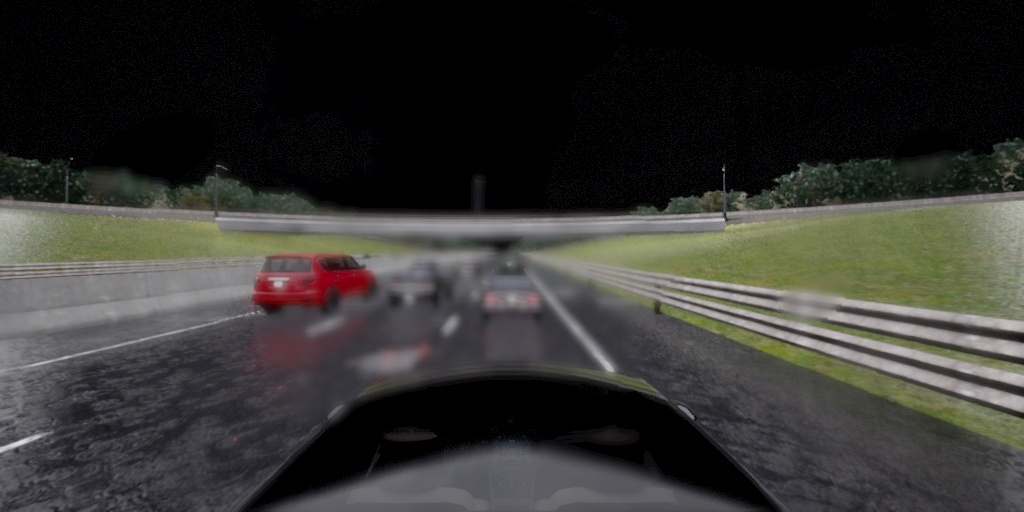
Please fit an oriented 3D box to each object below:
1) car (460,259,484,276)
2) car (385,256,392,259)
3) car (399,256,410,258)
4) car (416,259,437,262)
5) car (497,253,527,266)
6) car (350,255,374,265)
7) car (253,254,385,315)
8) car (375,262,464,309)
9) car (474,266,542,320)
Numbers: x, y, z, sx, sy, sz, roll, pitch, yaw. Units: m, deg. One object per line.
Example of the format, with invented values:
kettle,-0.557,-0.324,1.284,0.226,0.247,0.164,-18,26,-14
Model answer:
car,-3.465,1.003,29.542,2.128,1.511,4.902,0,1,1
car,-21.051,0.709,58.923,1.895,1.301,4.718,0,1,1
car,-17.562,0.671,58.986,1.994,1.385,4.181,0,1,1
car,-6.964,1.003,29.546,2.128,1.511,4.902,0,1,1
car,0.022,0.749,28.427,2.150,2.045,5.566,0,1,1
car,-24.552,0.586,58.907,1.882,1.535,5.008,0,1,1
car,-6.973,0.933,13.478,2.150,2.045,5.566,0,1,0
car,-3.460,1.193,14.576,2.128,1.511,4.902,0,1,0
car,0.018,1.266,12.448,2.033,1.411,5.357,0,0,0
